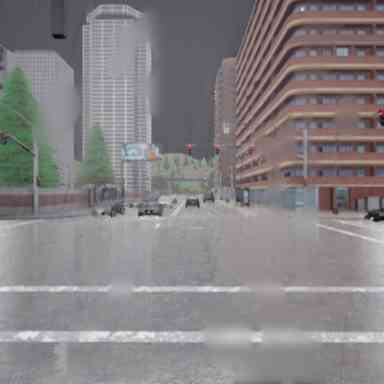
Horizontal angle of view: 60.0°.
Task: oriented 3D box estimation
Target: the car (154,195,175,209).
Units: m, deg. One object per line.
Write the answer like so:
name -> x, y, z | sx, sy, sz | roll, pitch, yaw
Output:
car -> -3.587, 1.444, 44.041 | 1.812, 1.442, 4.674 | 0, 0, 0

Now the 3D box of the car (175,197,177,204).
car -> -3.584, 1.417, 58.401 | 1.812, 1.442, 4.674 | 0, 0, 0

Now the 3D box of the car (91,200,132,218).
car -> -7.352, 1.437, 29.717 | 2.128, 1.511, 4.902 | 0, 0, 6

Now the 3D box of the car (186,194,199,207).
car -> 0.092, 1.387, 48.699 | 1.882, 1.535, 5.008 | 0, 0, 0

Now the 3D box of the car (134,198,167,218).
car -> -3.603, 1.509, 29.742 | 1.994, 1.385, 4.181 | 0, 0, 0

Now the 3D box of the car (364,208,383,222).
car -> 15.028, 1.448, 23.481 | 5.357, 1.411, 2.033 | 0, 0, -12

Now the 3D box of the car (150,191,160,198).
car -> -7.055, 1.107, 62.230 | 2.150, 2.045, 5.566 | 0, 0, 1

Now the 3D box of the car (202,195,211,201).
car -> 3.487, 1.431, 78.491 | 1.895, 1.301, 4.718 | 0, 0, 0

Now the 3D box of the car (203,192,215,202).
car -> 3.489, 1.093, 68.923 | 2.150, 2.045, 5.566 | 0, 0, 0

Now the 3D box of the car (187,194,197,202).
car -> -0.012, 1.220, 69.714 | 2.097, 1.767, 4.553 | 0, 0, 0

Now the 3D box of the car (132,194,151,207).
car -> -7.101, 1.411, 44.022 | 2.128, 1.511, 4.902 | 0, 0, 0
